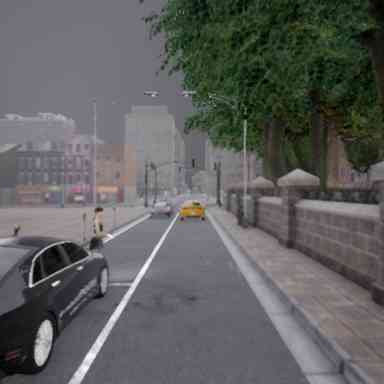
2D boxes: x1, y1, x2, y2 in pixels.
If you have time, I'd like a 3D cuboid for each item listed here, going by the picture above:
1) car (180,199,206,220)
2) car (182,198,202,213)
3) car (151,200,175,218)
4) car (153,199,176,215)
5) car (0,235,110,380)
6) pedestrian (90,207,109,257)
[{"bbox_3d":[0.074,1.395,26.855,1.882,1.535,5.008,0,0,0],"label":"car"},{"bbox_3d":[0.015,1.432,37.345,2.033,1.411,5.357,0,0,0],"label":"car"},{"bbox_3d":[-2.629,1.492,29.259,1.802,1.307,4.206,0,0,0],"label":"car"},{"bbox_3d":[-2.628,1.464,32.921,1.947,1.339,4.313,0,0,0],"label":"car"},{"bbox_3d":[-2.748,1.488,5.558,1.837,1.490,4.892,0,0,0],"label":"car"},{"bbox_3d":[-2.415,1.267,8.504,0.375,1.860,0.375,0,0,0],"label":"pedestrian"}]
